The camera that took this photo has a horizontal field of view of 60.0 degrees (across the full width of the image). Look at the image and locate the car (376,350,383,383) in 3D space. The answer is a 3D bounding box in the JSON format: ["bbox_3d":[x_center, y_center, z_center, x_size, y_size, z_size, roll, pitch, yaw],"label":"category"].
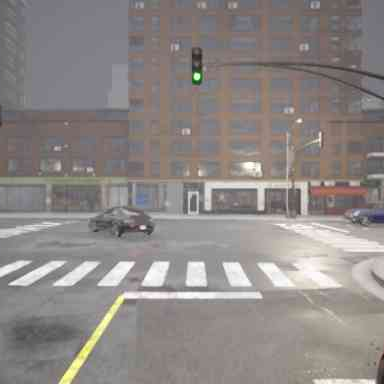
[{"bbox_3d":[2.677,1.440,1.496,1.967,1.590,4.097,1,0,0],"label":"car"}]

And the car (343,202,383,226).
[{"bbox_3d":[13.467,1.516,24.157,4.553,1.767,2.097,0,-1,0],"label":"car"}]

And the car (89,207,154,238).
[{"bbox_3d":[-3.694,1.482,17.264,1.812,1.442,4.674,2,-1,-38],"label":"car"}]
